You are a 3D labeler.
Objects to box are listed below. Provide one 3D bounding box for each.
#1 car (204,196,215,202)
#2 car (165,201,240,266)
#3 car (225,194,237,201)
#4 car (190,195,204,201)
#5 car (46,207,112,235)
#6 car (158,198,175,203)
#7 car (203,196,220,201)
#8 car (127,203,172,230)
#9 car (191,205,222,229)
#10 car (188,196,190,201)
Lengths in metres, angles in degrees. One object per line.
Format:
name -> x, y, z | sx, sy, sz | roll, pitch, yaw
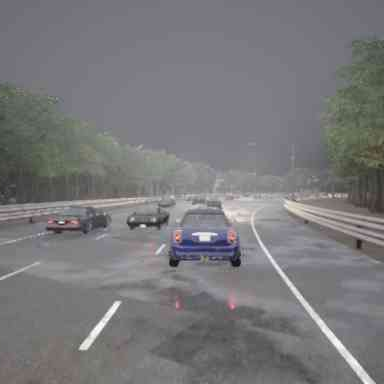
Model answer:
car -> 3.938, 1.495, 73.401 | 1.895, 1.301, 4.718 | 0, 0, 11
car -> 0.459, 1.353, 11.673 | 2.097, 1.767, 4.553 | 0, 0, 2
car -> 9.467, 1.395, 83.365 | 2.128, 1.511, 4.902 | 0, 0, 12
car -> 1.524, 1.298, 58.236 | 2.097, 1.767, 4.553 | 0, 0, 9
car -> -6.232, 1.545, 18.908 | 2.033, 1.411, 5.357 | 0, 0, 4
car -> -3.536, 1.521, 47.157 | 1.994, 1.385, 4.181 | 0, 0, 7
car -> 2.800, 1.494, 41.744 | 1.837, 1.490, 4.892 | 0, 0, 6
car -> -2.573, 1.602, 20.851 | 1.895, 1.301, 4.718 | 0, 0, 4
car -> 1.054, 1.605, 22.501 | 1.895, 1.301, 4.718 | 0, 0, 4
car -> 0.314, 1.441, 73.064 | 2.033, 1.411, 5.357 | 0, 0, 11
